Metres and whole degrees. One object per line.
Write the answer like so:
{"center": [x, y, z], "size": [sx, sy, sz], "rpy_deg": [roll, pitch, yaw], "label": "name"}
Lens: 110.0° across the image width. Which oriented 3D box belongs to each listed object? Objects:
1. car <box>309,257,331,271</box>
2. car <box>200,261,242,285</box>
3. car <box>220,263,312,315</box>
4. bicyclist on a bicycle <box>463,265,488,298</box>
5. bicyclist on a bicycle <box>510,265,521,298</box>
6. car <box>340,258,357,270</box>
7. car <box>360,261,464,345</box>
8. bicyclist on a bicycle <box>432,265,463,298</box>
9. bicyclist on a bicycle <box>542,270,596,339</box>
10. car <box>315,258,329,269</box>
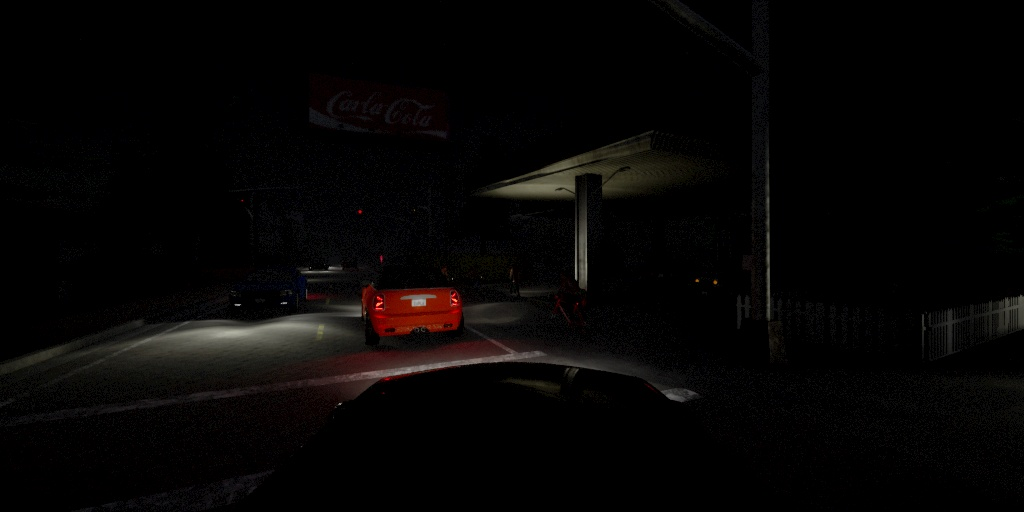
{"center": [-24.993, 0.975, 46.385], "size": [2.097, 1.767, 4.553], "rpy_deg": [0, 0, -26], "label": "car"}
{"center": [-20.839, 1.154, 27.071], "size": [4.553, 1.767, 2.097], "rpy_deg": [-2, 2, -32], "label": "car"}
{"center": [-8.951, 1.149, 13.517], "size": [1.882, 1.535, 5.008], "rpy_deg": [1, -1, -25], "label": "car"}
{"center": [-1.948, 1.267, 17.941], "size": [1.656, 1.620, 0.582], "rpy_deg": [1, 0, -23], "label": "bicyclist on a bicycle"}
{"center": [0.156, 1.271, 18.132], "size": [0.582, 1.620, 1.656], "rpy_deg": [0, 0, 14], "label": "bicyclist on a bicycle"}
{"center": [-23.014, 1.211, 50.776], "size": [1.895, 1.301, 4.718], "rpy_deg": [0, 0, -26], "label": "car"}
{"center": [-2.829, 1.002, 9.502], "size": [2.097, 1.767, 4.553], "rpy_deg": [0, 0, -24], "label": "car"}
{"center": [-3.204, 1.237, 16.513], "size": [1.656, 1.620, 0.582], "rpy_deg": [1, 0, 35], "label": "bicyclist on a bicycle"}
{"center": [1.403, 1.181, 8.962], "size": [0.582, 1.620, 1.656], "rpy_deg": [3, -2, -45], "label": "bicyclist on a bicycle"}
{"center": [-29.236, 1.119, 55.298], "size": [1.837, 1.490, 4.892], "rpy_deg": [0, 0, -26], "label": "car"}
